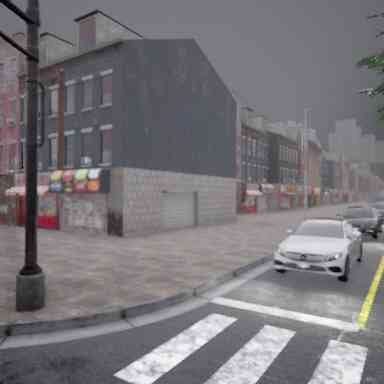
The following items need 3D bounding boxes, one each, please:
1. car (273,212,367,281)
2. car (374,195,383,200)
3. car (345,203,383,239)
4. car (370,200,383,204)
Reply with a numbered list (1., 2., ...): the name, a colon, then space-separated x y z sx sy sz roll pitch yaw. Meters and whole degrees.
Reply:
1. car: 4.015 1.550 10.195 1.812 1.442 4.674 0 0 33
2. car: 20.431 1.388 35.392 2.150 2.045 5.566 0 0 34
3. car: 9.091 1.560 17.988 1.837 1.490 4.892 0 0 33
4. car: 14.626 1.608 26.516 1.837 1.490 4.892 0 0 33
